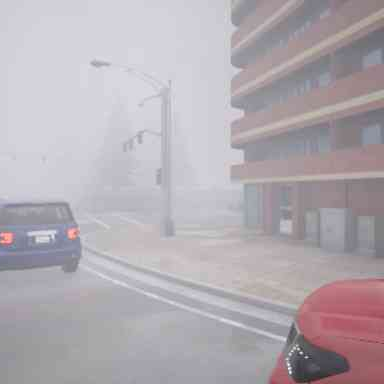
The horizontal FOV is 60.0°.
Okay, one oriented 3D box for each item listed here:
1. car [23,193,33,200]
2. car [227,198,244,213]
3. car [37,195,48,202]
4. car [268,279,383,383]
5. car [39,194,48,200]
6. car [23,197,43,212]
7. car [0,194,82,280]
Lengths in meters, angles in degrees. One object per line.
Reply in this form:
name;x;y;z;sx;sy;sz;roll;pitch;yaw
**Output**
car;-40.115;1.078;81.313;1.837;1.490;4.892;0;0;-23
car;6.131;1.357;36.393;4.553;1.767;2.097;0;0;-22
car;-32.923;1.314;73.187;2.033;1.411;5.357;0;0;-23
car;3.266;1.226;1.764;5.566;2.045;2.150;0;0;35
car;-36.886;1.124;82.664;2.033;1.411;5.357;0;0;-23
car;-18.082;1.368;37.969;1.882;1.535;5.008;0;0;-23
car;-5.041;1.191;9.944;2.150;2.045;5.566;0;0;-36
